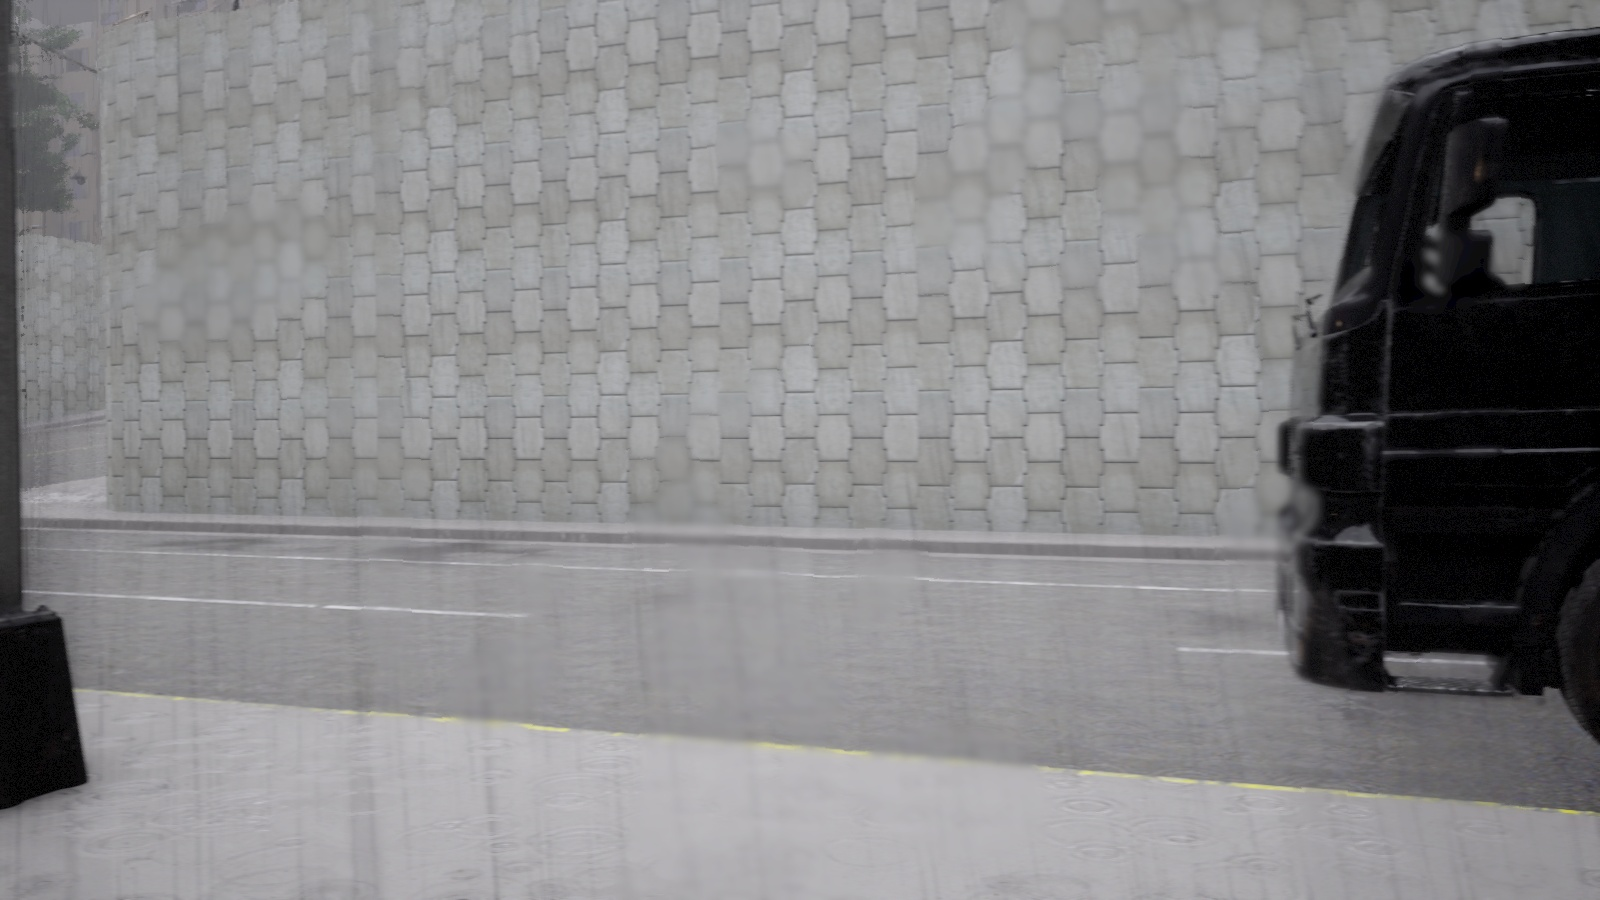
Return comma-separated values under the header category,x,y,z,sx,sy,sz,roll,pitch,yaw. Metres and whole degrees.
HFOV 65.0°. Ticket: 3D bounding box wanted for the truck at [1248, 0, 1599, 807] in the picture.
category,x,y,z,sx,sy,sz,roll,pitch,yaw
truck,6.324,-0.224,5.798,7.936,3.462,2.891,1,1,19
